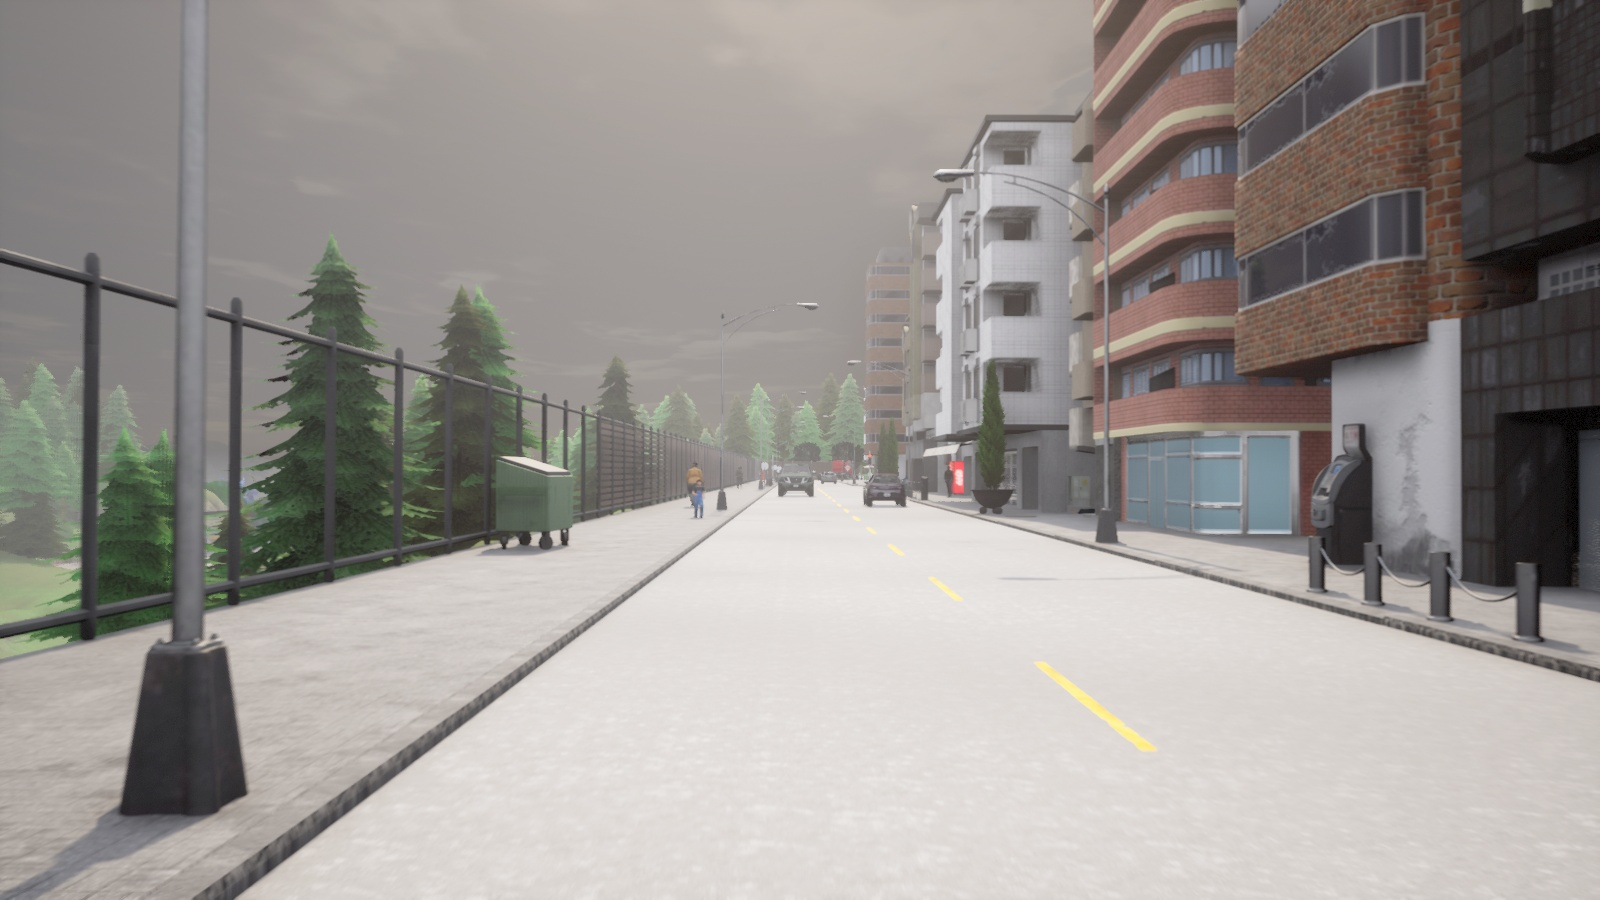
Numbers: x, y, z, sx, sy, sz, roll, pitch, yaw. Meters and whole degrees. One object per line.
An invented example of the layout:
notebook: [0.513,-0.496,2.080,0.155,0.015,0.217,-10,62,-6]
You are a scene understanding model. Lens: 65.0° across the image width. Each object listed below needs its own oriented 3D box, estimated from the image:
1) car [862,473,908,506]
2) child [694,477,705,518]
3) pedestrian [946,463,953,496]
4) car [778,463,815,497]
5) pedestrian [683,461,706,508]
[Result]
car: [3.833,1.772,57.299,1.816,1.474,4.193,0,-1,0]
child: [-3.092,1.463,38.580,0.270,1.263,0.437,0,-1,-14]
pedestrian: [8.486,1.683,71.226,0.353,1.847,0.614,0,-1,3]
car: [-0.226,1.829,77.356,2.150,2.045,5.566,0,-1,0]
pedestrian: [-4.208,1.381,50.143,0.874,1.855,0.900,0,-1,0]
